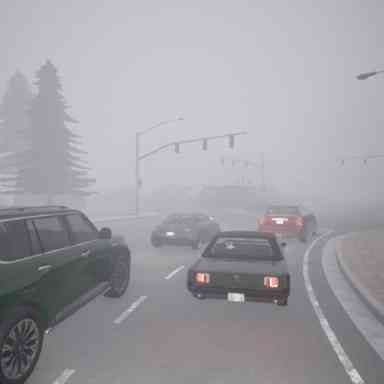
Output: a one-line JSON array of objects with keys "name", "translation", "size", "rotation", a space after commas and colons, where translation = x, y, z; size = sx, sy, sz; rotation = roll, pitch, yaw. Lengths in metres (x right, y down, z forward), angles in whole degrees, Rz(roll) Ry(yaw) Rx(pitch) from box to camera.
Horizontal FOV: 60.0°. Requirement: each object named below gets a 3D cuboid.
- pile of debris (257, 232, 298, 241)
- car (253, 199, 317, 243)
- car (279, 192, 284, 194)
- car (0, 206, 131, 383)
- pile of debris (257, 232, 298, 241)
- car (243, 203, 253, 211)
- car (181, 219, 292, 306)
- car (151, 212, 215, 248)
[{"name": "pile of debris", "translation": [4.183, 2.151, 16.132], "size": [1.500, 0.140, 1.860], "rotation": [0, 0, 29]}, {"name": "car", "translation": [4.803, 1.326, 16.374], "size": [2.097, 1.767, 4.553], "rotation": [0, 0, 27]}, {"name": "car", "translation": [24.771, 1.061, 92.180], "size": [4.605, 1.855, 1.932], "rotation": [0, 0, 40]}, {"name": "car", "translation": [-2.789, 1.221, 5.493], "size": [2.150, 2.045, 5.566], "rotation": [0, 0, 8]}, {"name": "pile of debris", "translation": [4.183, 2.151, 16.132], "size": [1.500, 0.140, 1.860], "rotation": [0, 0, 29]}, {"name": "car", "translation": [8.038, 1.508, 37.765], "size": [4.674, 1.442, 1.812], "rotation": [0, 0, 40]}, {"name": "car", "translation": [1.327, 1.590, 8.096], "size": [1.895, 1.301, 4.718], "rotation": [0, 0, 14]}, {"name": "car", "translation": [-0.127, 1.548, 14.454], "size": [1.994, 1.385, 4.181], "rotation": [0, 0, 20]}]
